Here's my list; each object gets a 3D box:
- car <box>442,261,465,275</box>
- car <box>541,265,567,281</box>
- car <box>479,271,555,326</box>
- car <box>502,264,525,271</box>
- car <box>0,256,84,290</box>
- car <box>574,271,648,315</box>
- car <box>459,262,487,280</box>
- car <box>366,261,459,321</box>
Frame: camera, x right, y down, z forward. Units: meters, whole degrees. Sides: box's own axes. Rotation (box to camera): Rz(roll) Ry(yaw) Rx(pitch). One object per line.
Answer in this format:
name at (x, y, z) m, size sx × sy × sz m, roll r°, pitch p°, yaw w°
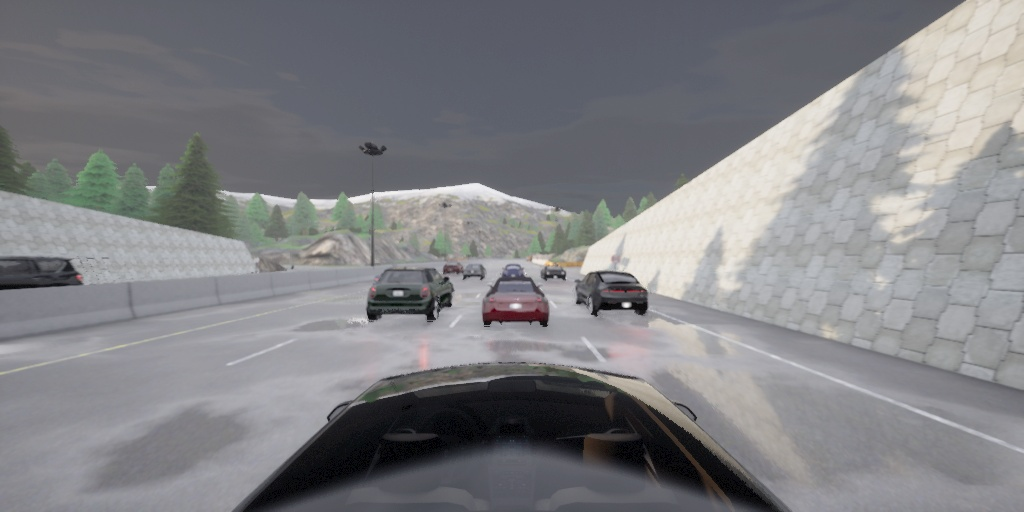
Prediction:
car at (-6.894, 1.383, 42.594) m, size 1.882 × 1.535 × 5.008 m, roll 0°, pitch 0°, yaw 0°
car at (3.604, 1.465, 31.963) m, size 1.895 × 1.301 × 4.718 m, roll 0°, pitch 0°, yaw 0°
car at (0.103, 1.352, 11.855) m, size 1.994 × 1.385 × 4.181 m, roll 0°, pitch 0°, yaw 0°
car at (0.105, 1.384, 30.507) m, size 1.812 × 1.442 × 4.674 m, roll 0°, pitch 0°, yaw 0°
car at (-17.571, 1.011, 11.451) m, size 2.150 × 2.045 × 5.566 m, roll 0°, pitch 0°, yaw 0°
car at (3.601, 1.300, 13.699) m, size 1.837 × 1.490 × 4.892 m, roll 0°, pitch 0°, yaw 0°
car at (-3.394, 1.417, 33.213) m, size 2.033 × 1.411 × 5.357 m, roll 0°, pitch 0°, yaw 0°
car at (-3.398, 1.144, 12.840) m, size 2.097 × 1.767 × 4.553 m, roll 0°, pitch 0°, yaw 0°
